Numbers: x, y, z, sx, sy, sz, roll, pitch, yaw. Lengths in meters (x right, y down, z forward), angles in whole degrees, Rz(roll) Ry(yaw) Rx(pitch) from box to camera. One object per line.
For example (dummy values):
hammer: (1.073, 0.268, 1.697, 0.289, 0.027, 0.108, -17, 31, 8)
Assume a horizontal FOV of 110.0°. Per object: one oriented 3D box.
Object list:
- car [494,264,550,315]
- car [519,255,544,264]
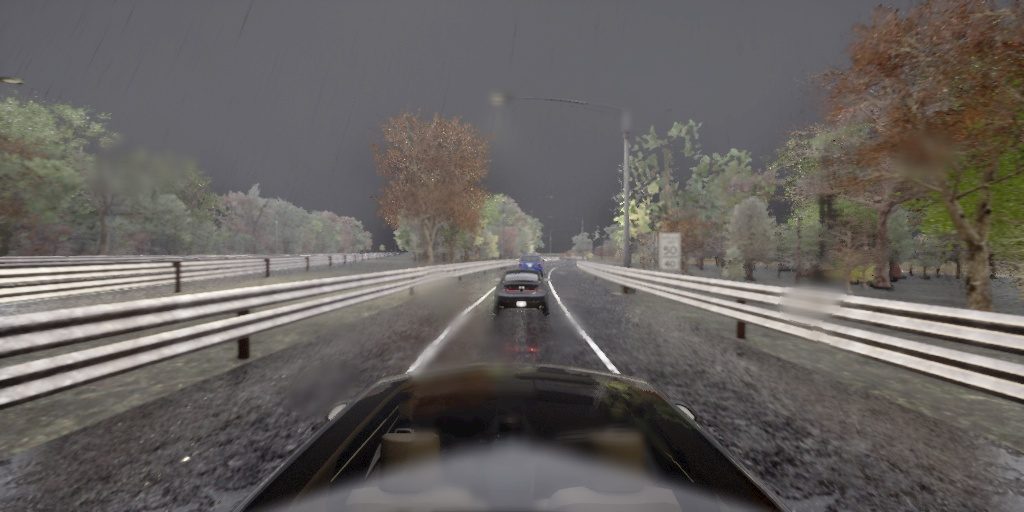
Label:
car: (0.383, 1.240, 13.584, 1.837, 1.490, 4.892, 0, 0, 2)
car: (1.799, 0.924, 33.444, 2.150, 2.045, 5.566, 0, 0, 6)
